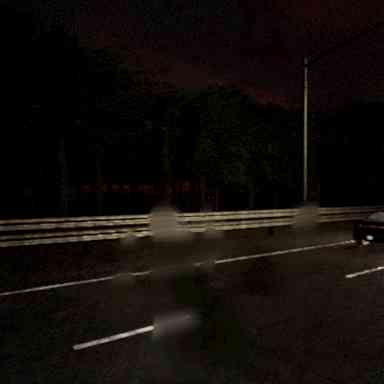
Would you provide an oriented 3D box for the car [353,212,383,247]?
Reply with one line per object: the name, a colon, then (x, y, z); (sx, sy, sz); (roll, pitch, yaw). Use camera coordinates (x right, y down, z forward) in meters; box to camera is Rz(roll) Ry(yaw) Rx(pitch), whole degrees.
car: (8.973, 1.602, 14.525); (4.902, 1.511, 2.128); (1, 0, -36)
